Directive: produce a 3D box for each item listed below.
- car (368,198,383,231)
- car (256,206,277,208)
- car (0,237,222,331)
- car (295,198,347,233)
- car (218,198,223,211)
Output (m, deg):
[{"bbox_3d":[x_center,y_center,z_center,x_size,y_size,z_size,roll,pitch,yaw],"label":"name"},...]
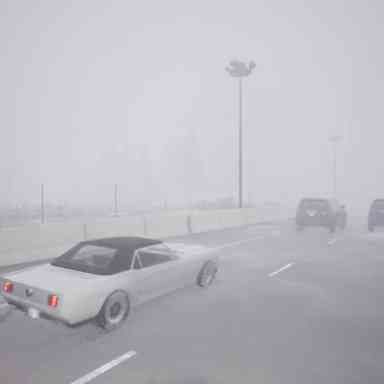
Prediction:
[{"bbox_3d":[13.043,1.445,21.915,2.150,2.045,5.566,0,-1,34],"label":"car"},{"bbox_3d":[10.197,1.980,42.897,1.882,1.535,5.008,0,-1,34],"label":"car"},{"bbox_3d":[-1.224,1.616,7.039,1.895,1.301,4.718,0,0,34],"label":"car"},{"bbox_3d":[8.282,1.397,21.125,2.150,2.045,5.566,0,-1,34],"label":"car"},{"bbox_3d":[4.380,1.785,46.790,2.150,2.045,5.566,0,-1,34],"label":"car"}]
